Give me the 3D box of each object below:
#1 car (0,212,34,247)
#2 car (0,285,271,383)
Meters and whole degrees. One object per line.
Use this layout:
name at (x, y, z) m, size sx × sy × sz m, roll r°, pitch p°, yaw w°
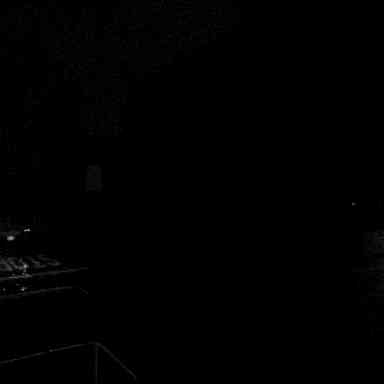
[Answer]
car at (-8.469, 1.662, 14.878) m, size 2.128 × 1.511 × 4.902 m, roll 1°, pitch -4°, yaw -36°
car at (-1.661, 1.604, 2.518) m, size 4.718 × 1.301 × 1.895 m, roll 0°, pitch 0°, yaw -36°
